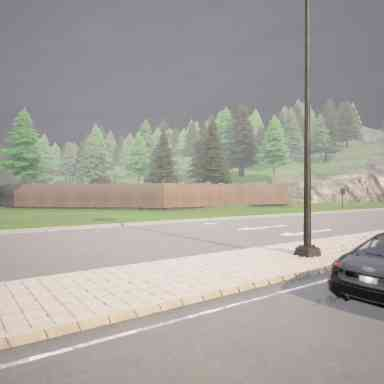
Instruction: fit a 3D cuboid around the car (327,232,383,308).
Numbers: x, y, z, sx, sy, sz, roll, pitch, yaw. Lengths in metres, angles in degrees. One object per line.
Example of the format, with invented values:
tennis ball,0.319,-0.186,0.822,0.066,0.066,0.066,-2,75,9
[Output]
car,4.825,1.564,7.188,4.181,1.385,1.994,0,0,-35
